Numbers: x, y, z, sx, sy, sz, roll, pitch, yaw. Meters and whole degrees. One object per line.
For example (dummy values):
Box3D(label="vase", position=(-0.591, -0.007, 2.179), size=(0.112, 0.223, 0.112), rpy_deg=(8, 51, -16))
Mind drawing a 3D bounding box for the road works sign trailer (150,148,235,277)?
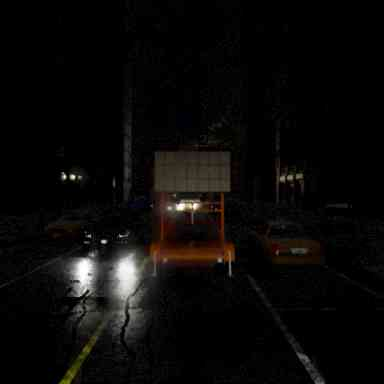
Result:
Box3D(label="road works sign trailer", position=(0.016, 0.449, 10.198), size=(2.380, 3.560, 2.880), rpy_deg=(0, 0, 0))

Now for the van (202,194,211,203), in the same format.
Box3D(label="van", position=(2.961, 1.316, 67.277), size=(1.690, 1.788, 3.998), rpy_deg=(0, 0, 0))

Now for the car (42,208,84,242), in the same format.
Box3D(label="car", position=(-5.642, 1.501, 16.344), size=(1.752, 1.417, 4.829), rpy_deg=(0, 0, 1))

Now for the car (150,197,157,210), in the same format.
Box3D(label="car", position=(-5.607, 1.521, 39.107), size=(1.947, 1.339, 4.313), rpy_deg=(0, 0, 0))

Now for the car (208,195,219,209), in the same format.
Box3D(label="car", position=(2.910, 1.397, 33.440), size=(1.967, 1.590, 4.097), rpy_deg=(0, 0, 0))

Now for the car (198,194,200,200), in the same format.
Box3D(label="car", position=(2.977, 1.571, 78.557), size=(1.802, 1.307, 4.206), rpy_deg=(0, 0, 0))

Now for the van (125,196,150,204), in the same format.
Box3D(label="van", position=(-5.615, 1.297, 33.468), size=(1.690, 1.788, 3.998), rpy_deg=(0, 0, 0))

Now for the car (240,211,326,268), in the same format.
Box3D(label="car", position=(2.883, 1.508, 11.085), size=(1.752, 1.417, 4.829), rpy_deg=(0, 0, 1))

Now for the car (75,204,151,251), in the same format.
Box3D(label="car", position=(-3.079, 1.483, 14.050), size=(1.837, 1.490, 4.892), rpy_deg=(0, 0, 0))

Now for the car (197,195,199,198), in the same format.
Box3D(label="car", position=(2.985, 1.569, 84.194), size=(1.947, 1.339, 4.313), rpy_deg=(0, 0, 0))

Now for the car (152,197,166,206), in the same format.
Box3D(label="car", position=(-5.582, 1.511, 56.024), size=(1.887, 1.381, 4.507), rpy_deg=(0, 0, 0))

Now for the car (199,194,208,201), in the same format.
Box3D(label="car", position=(2.994, 1.334, 89.835), size=(2.192, 1.841, 5.009), rpy_deg=(0, 0, 0))

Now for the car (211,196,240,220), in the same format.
Box3D(label="car", position=(2.901, 1.400, 27.801), size=(1.967, 1.590, 4.097), rpy_deg=(0, 0, 0))

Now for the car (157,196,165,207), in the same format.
Box3D(label="car", position=(-5.590, 1.402, 50.385), size=(1.967, 1.590, 4.097), rpy_deg=(0, 0, 0))

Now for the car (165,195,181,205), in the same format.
Box3D(label="car", position=(-3.000, 1.567, 56.037), size=(1.895, 1.301, 4.718), rpy_deg=(0, 0, 0))

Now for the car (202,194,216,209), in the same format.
Box3D(label="car", position=(2.927, 1.273, 44.720), size=(2.192, 1.841, 5.009), rpy_deg=(0, 0, 0))
